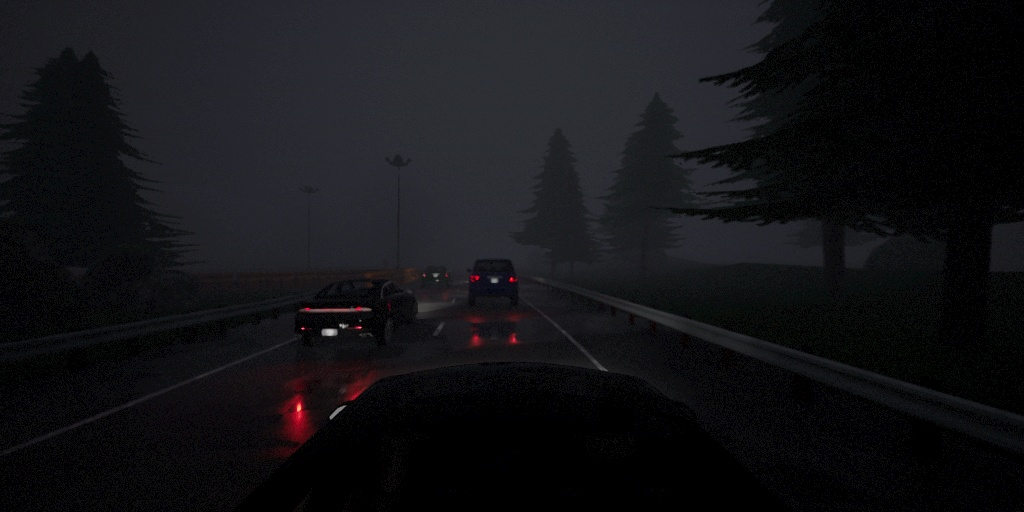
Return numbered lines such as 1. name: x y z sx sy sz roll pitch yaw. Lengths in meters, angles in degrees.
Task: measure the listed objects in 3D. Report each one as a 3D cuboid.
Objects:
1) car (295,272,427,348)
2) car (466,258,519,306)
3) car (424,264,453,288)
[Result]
1. car: -3.857 1.360 9.669 2.128 1.511 4.902 0 -1 -4
2. car: -0.985 1.175 17.226 2.150 2.045 5.566 0 -2 -6
3. car: -5.729 1.468 27.775 2.097 1.767 4.553 0 -1 -7
